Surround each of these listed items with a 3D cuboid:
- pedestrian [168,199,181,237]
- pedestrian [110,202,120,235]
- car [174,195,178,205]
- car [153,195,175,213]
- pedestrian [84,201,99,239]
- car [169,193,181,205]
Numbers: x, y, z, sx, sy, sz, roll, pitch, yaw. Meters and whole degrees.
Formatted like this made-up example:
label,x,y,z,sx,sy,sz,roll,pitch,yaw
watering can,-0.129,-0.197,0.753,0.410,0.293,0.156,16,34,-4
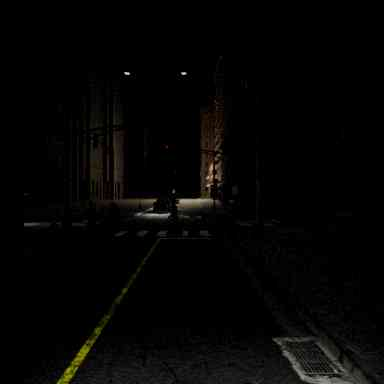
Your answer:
label,x,y,z,sx,sy,sz,roll,pitch,yaw
pedestrian,-0.891,1.294,16.596,0.375,1.860,0.375,0,0,0
pedestrian,-4.004,1.294,17.180,0.375,1.860,0.375,0,0,0
car,-3.321,1.528,47.775,1.812,1.442,4.674,0,0,0
car,-3.274,1.479,37.812,1.882,1.535,5.008,0,0,0
pedestrian,-4.807,1.294,15.976,0.375,1.860,0.375,0,0,0
car,-3.334,1.216,61.601,2.150,2.045,5.566,0,1,2
